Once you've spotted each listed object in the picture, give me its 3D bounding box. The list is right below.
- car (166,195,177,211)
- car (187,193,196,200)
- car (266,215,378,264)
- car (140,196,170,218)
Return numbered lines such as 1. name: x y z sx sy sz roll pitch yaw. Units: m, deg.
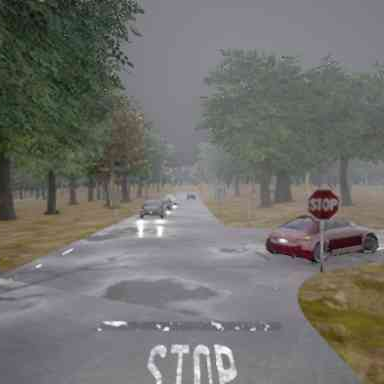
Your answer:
1. car: -3.174 1.293 37.632 2.033 1.411 5.357 0 0 0
2. car: -0.153 0.924 68.446 1.837 1.490 4.892 0 1 0
3. car: 4.617 1.493 11.685 4.181 1.385 1.994 -1 1 -32
4. car: -3.157 1.322 27.790 1.837 1.490 4.892 1 0 0
